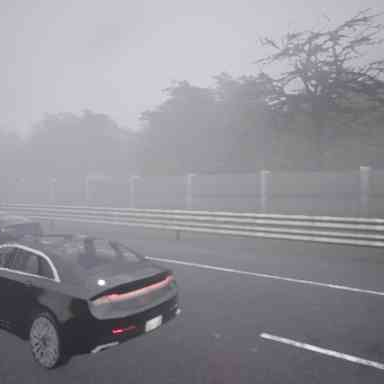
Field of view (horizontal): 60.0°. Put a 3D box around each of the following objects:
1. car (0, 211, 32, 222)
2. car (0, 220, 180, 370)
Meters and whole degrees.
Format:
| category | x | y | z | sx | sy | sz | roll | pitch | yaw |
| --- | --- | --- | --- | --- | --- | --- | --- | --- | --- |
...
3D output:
| category | x | y | z | sx | sy | sz | roll | pitch | yaw |
| --- | --- | --- | --- | --- | --- | --- | --- | --- | --- |
| car | -8.112 | 1.518 | 13.942 | 4.674 | 1.442 | 1.812 | 0 | 0 | 35 |
| car | -2.476 | 1.489 | 5.720 | 4.902 | 1.511 | 2.128 | 0 | 0 | 35 |
